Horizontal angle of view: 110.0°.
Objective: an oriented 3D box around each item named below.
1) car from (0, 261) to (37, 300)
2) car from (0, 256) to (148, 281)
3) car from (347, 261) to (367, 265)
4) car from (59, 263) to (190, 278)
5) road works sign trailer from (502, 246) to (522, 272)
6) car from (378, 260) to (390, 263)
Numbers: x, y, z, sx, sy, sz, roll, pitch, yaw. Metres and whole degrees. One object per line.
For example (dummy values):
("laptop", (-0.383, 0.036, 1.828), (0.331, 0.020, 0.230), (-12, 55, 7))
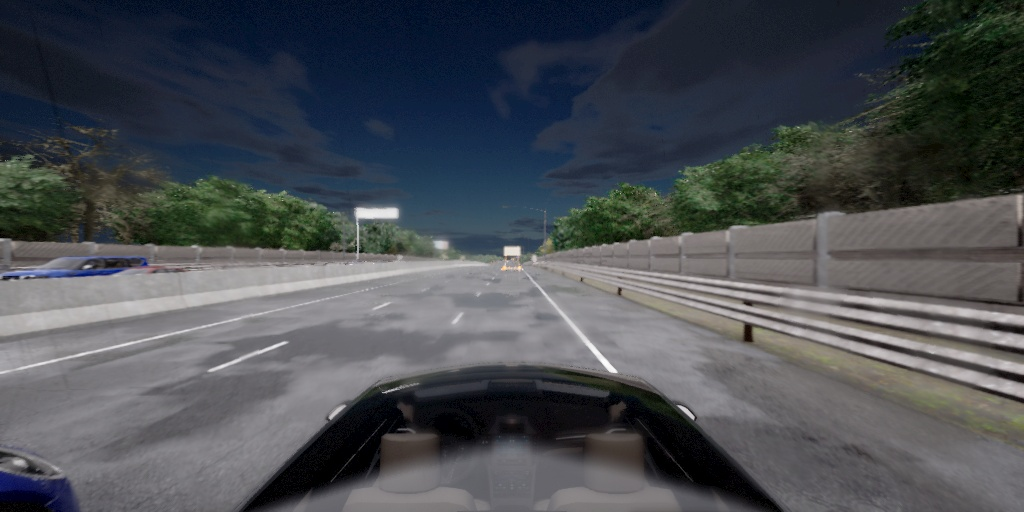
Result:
("car", (-24.580, 1.122, 15.465), (2.097, 1.767, 4.553), (0, 0, 0))
("car", (-21.080, 0.998, 17.718), (2.150, 2.045, 5.566), (0, 0, 0))
("car", (-24.488, 1.510, 56.801), (2.033, 1.411, 5.357), (0, -1, 0))
("car", (-17.579, 1.252, 17.241), (1.882, 1.535, 5.008), (0, 0, 0))
("road works sign trailer", (0.025, 0.368, 49.346), (2.380, 3.560, 2.880), (0, 0, 0))
("car", (-21.000, 1.481, 58.196), (1.837, 1.490, 4.892), (0, -1, 1))
